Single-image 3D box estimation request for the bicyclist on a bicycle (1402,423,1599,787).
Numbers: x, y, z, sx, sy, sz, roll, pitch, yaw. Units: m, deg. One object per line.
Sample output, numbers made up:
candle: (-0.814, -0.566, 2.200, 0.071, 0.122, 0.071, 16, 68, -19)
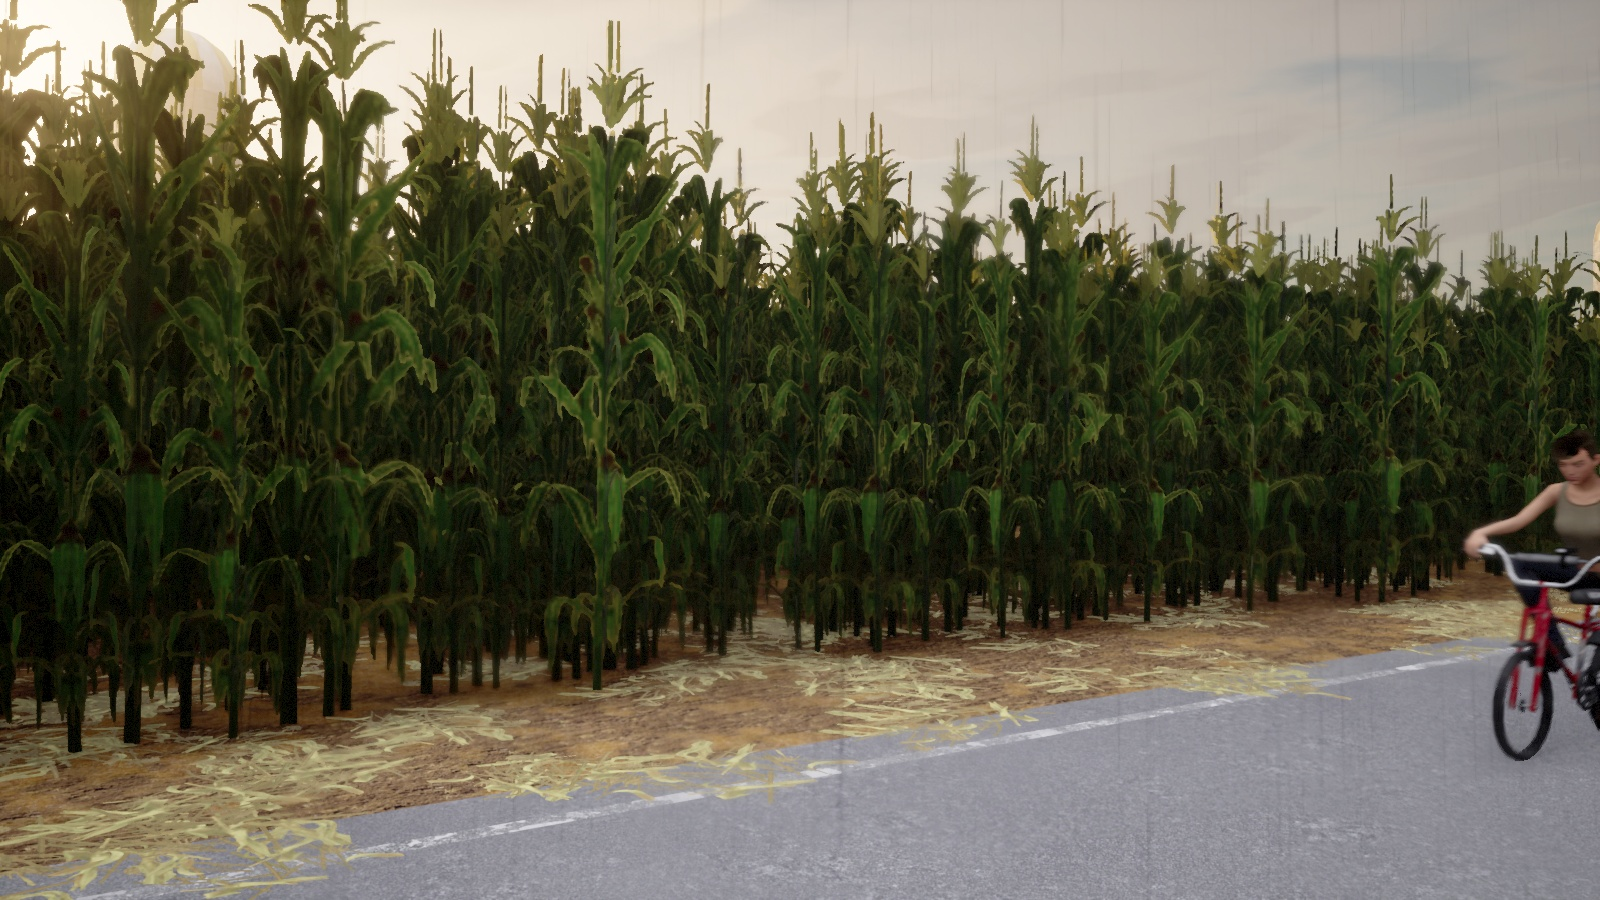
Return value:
bicyclist on a bicycle: (3.884, 0.689, 6.357, 1.509, 1.612, 0.866, 0, 0, -35)
